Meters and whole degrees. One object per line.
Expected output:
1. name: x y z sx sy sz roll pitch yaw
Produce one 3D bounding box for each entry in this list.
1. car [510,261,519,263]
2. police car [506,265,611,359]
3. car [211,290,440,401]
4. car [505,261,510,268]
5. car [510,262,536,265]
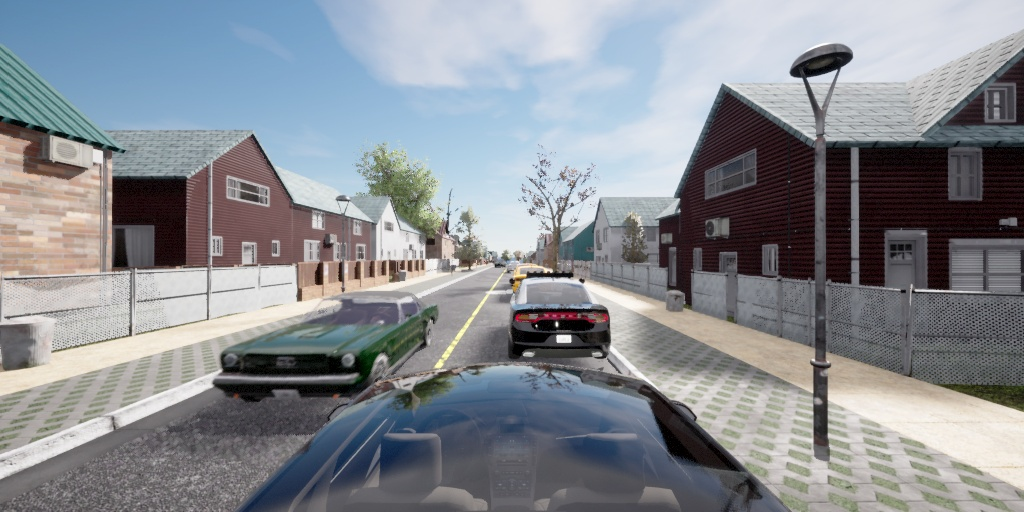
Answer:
1. car: 1.001 1.250 24.446 1.882 1.535 5.008 0 0 0
2. police car: 0.883 1.176 8.555 1.930 1.638 5.238 0 0 0
3. car: -2.706 1.351 6.520 1.895 1.301 4.718 0 0 0
4. car: 0.365 1.383 45.720 1.812 1.442 4.674 0 0 1
5. car: 0.957 1.238 18.445 1.882 1.535 5.008 0 0 0
